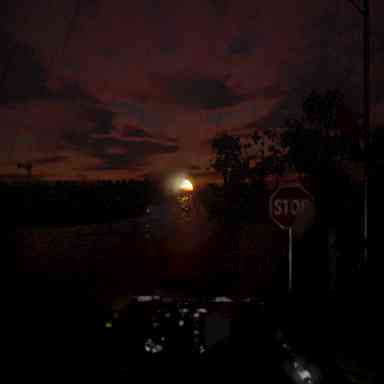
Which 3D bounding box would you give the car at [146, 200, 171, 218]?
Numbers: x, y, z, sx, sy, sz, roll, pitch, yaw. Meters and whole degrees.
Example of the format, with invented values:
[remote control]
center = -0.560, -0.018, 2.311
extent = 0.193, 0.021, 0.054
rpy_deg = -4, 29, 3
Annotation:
[car]
center = -2.764, 1.408, 28.129
extent = 1.812, 1.442, 4.674
rpy_deg = 0, 2, 0
